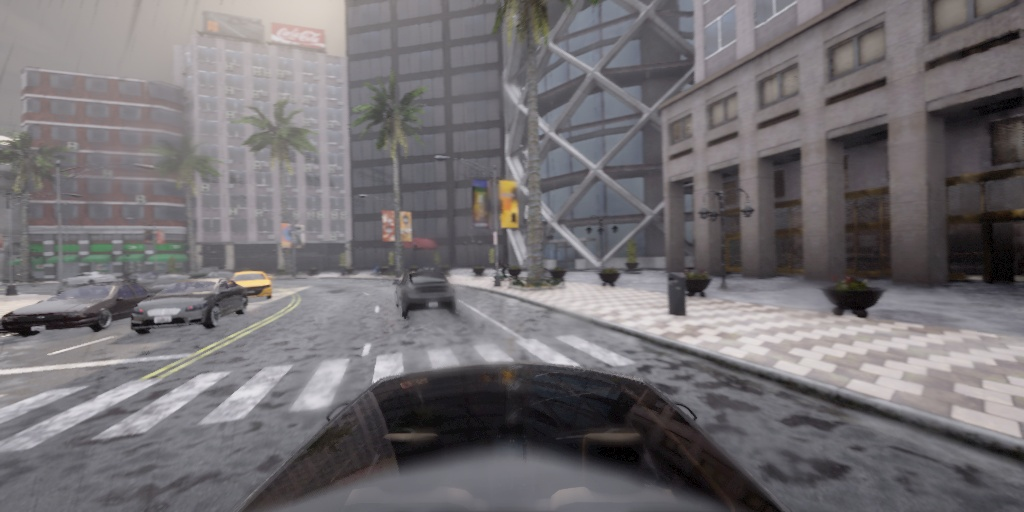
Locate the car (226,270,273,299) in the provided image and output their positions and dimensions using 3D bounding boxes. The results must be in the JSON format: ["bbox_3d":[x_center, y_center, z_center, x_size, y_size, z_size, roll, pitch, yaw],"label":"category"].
[{"bbox_3d":[-14.976,1.625,20.517,1.882,1.535,5.008,-2,0,-37],"label":"car"}]

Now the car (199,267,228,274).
[{"bbox_3d":[-22.124,1.842,27.747,4.892,1.490,1.837,-2,0,35],"label":"car"}]

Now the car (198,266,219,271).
[{"bbox_3d":[-34.374,2.015,40.722,4.553,1.767,2.097,-2,0,14],"label":"car"}]

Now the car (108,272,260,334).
[{"bbox_3d":[-10.651,1.525,12.242,2.128,1.511,4.902,-2,0,-22],"label":"car"}]

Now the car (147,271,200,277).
[{"bbox_3d":[-19.612,1.777,20.810,1.837,1.490,4.892,-2,0,-43],"label":"car"}]

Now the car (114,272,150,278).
[{"bbox_3d":[-27.344,1.970,27.017,4.902,1.511,2.128,-2,0,28],"label":"car"}]

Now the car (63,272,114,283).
[{"bbox_3d":[-45.464,2.490,38.560,4.674,1.442,1.812,-2,0,1],"label":"car"}]

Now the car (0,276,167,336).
[{"bbox_3d":[-14.362,1.681,12.614,2.033,1.411,5.357,-2,0,-21],"label":"car"}]

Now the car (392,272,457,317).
[{"bbox_3d":[-3.424,1.343,13.832,1.837,1.490,4.892,-1,0,-21],"label":"car"}]

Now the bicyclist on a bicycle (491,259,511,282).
[{"bbox_3d":[-0.822,1.064,25.922,1.656,1.620,0.582,-2,0,-31],"label":"bicyclist on a bicycle"}]
